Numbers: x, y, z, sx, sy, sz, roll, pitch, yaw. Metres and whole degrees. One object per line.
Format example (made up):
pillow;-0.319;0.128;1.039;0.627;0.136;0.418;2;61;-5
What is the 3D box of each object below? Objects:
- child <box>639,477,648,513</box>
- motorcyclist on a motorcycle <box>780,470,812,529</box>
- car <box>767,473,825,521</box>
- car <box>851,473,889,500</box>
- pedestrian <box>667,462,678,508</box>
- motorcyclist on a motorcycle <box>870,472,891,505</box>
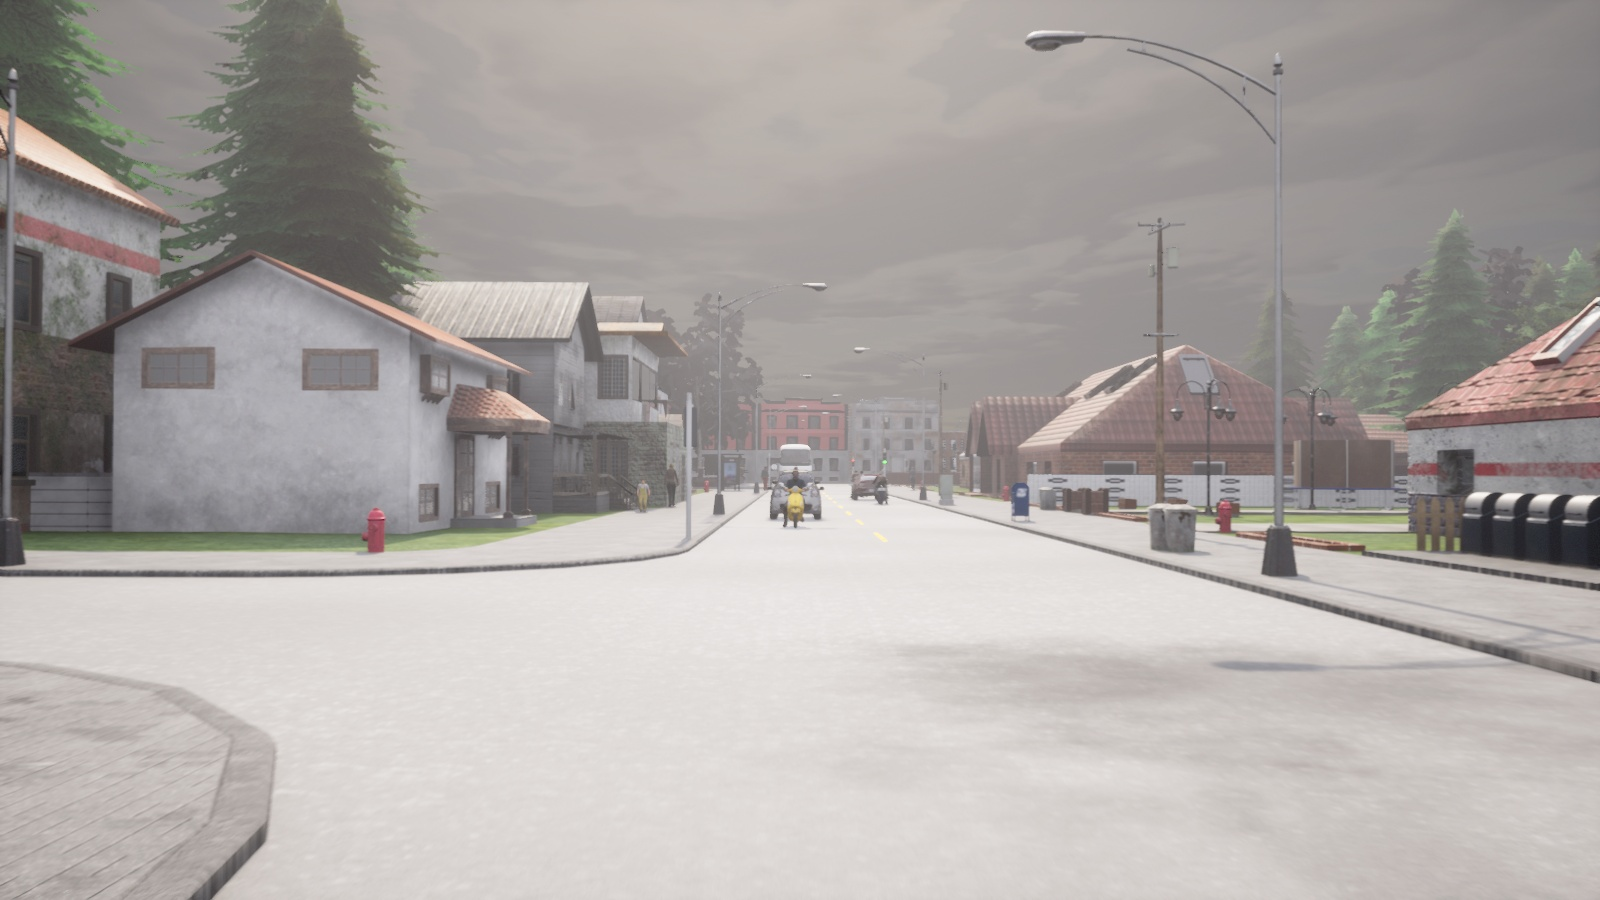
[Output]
child;-5.429;1.556;43.587;0.270;1.263;0.437;0;-1;-3
motorcyclist on a motorcycle;-0.121;1.354;34.987;0.866;1.590;1.817;0;-1;0
car;-0.132;1.520;41.268;1.845;1.501;3.633;0;-1;0
car;3.786;1.975;68.678;1.812;1.442;4.674;0;-1;0
pedestrian;-5.128;1.388;50.387;0.331;1.846;0.634;0;-1;3
motorcyclist on a motorcycle;3.814;1.832;59.596;0.866;1.530;2.191;0;-1;0
